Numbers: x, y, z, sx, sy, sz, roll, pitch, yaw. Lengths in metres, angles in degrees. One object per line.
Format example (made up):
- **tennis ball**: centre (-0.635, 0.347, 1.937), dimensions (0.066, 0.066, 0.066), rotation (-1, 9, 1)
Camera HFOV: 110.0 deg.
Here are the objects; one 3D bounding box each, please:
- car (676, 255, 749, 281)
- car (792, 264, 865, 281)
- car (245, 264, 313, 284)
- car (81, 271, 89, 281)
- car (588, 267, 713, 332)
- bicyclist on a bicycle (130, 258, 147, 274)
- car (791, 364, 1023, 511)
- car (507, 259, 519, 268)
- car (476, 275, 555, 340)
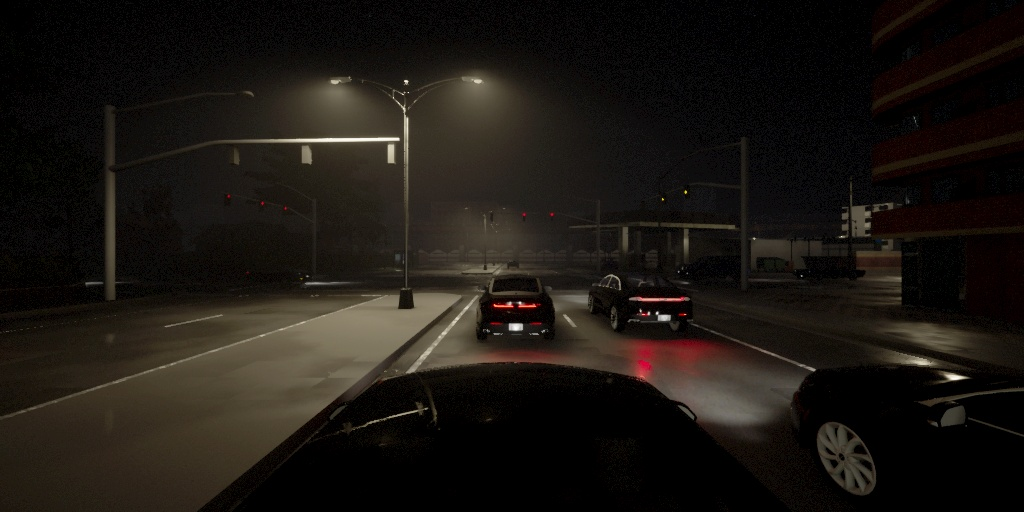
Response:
- **car**: centre (16.627, 0.972, 29.858), dimensions (5.566, 2.045, 2.150), rotation (0, 0, -1)
- **car**: centre (26.414, 1.351, 30.001), dimensions (4.718, 1.301, 1.895), rotation (0, 0, -1)
- **car**: centre (-17.039, 1.314, 26.359), dimensions (4.181, 1.385, 1.994), rotation (0, 0, 0)
- **car**: centre (-33.919, 1.314, 26.270), dimensions (4.181, 1.385, 1.994), rotation (0, 0, 0)
- **car**: centre (3.601, 1.242, 10.860), dimensions (2.128, 1.511, 4.902), rotation (0, 0, 0)
- **bicyclist on a bicycle**: centre (-38.235, 1.053, 36.726), dimensions (0.582, 1.620, 1.656), rotation (0, 0, 0)
- **car**: centre (3.600, 1.255, 1.452), dimensions (1.837, 1.490, 4.892), rotation (0, 0, 0)
- **car**: centre (0.195, 1.241, 61.156), dimensions (2.128, 1.511, 4.902), rotation (0, 0, 0)
- **car**: centre (0.094, 1.255, 10.004), dimensions (1.837, 1.490, 4.892), rotation (0, 0, 0)
